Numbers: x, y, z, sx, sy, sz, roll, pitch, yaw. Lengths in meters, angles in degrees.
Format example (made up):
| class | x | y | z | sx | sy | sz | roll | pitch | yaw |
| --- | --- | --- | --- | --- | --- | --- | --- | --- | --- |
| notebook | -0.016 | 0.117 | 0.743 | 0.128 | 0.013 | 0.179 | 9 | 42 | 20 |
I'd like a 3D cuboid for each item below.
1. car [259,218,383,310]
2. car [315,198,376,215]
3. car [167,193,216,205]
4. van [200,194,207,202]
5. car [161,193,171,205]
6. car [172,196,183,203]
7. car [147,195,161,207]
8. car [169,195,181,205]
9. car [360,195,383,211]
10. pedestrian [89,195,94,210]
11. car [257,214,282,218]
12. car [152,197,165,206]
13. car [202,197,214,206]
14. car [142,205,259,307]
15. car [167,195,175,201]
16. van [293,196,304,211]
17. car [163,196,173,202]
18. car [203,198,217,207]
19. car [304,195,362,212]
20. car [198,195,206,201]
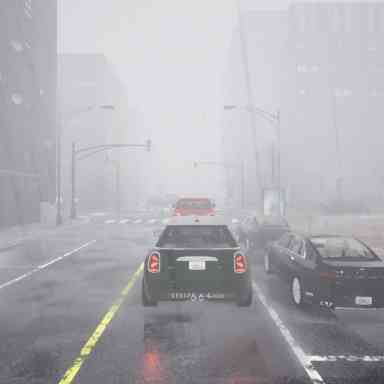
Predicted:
| class | x | y | z | sx | sy | sz | roll | pitch | yaw |
| --- | --- | --- | --- | --- | --- | --- | --- | --- | --- |
| car | 2.831 | 1.553 | 7.654 | 2.008 | 1.369 | 4.403 | 1 | 0 | 0 |
| car | 13.703 | 1.413 | 29.856 | 4.206 | 1.307 | 1.802 | 0 | 0 | 0 |
| car | 0.087 | 1.228 | 17.622 | 2.150 | 2.045 | 5.566 | 0 | 0 | 0 |
| van | 2.702 | 1.373 | 79.274 | 1.690 | 1.788 | 3.998 | 1 | 0 | 0 |
| car | -3.121 | 1.240 | 51.108 | 2.150 | 2.045 | 5.566 | 0 | 0 | 0 |
| car | -3.001 | 1.553 | 71.544 | 2.128 | 1.511 | 4.902 | 0 | 0 | 0 |
| car | -5.676 | 1.334 | 51.457 | 2.192 | 1.841 | 5.009 | 1 | 0 | 0 |
| car | -3.067 | 1.375 | 61.070 | 2.097 | 1.767 | 4.553 | 0 | 0 | 0 |
| car | 19.290 | 1.228 | 38.198 | 5.009 | 1.841 | 2.192 | 0 | 0 | 0 |
| pedestrian | -12.529 | 1.348 | 41.381 | 0.375 | 1.860 | 0.375 | 0 | 0 | 0 |
| car | 2.830 | 1.555 | 13.224 | 2.008 | 1.369 | 4.403 | 1 | 0 | 0 |
| car | -5.680 | 1.566 | 57.028 | 1.887 | 1.381 | 4.507 | 1 | 0 | 0 |
| car | 2.700 | 1.603 | 56.988 | 1.802 | 1.307 | 4.206 | 1 | 0 | 0 |
| car | 0.100 | 1.354 | 8.152 | 2.097 | 1.767 | 4.553 | 0 | 0 | 0 |
| car | -5.681 | 1.603 | 90.454 | 1.947 | 1.339 | 4.313 | 1 | 0 | 0 |
| van | 13.763 | 1.296 | 38.237 | 3.998 | 1.788 | 1.690 | 0 | 0 | 0 |
| car | -5.680 | 1.598 | 79.312 | 1.947 | 1.339 | 4.313 | 1 | 0 | 0 |
| car | 2.700 | 1.585 | 51.417 | 1.947 | 1.339 | 4.313 | 1 | 0 | 0 |
| car | 14.997 | 1.412 | 35.645 | 4.892 | 1.490 | 1.837 | -1 | -1 | 0 |
| car | 2.700 | 1.582 | 90.414 | 1.887 | 1.381 | 4.507 | 1 | 0 | 0 |
